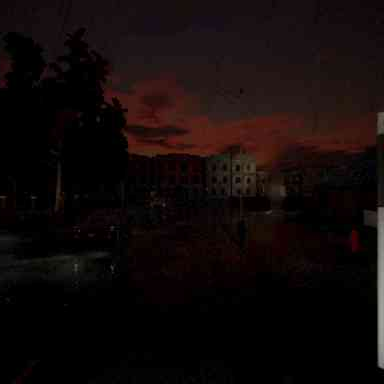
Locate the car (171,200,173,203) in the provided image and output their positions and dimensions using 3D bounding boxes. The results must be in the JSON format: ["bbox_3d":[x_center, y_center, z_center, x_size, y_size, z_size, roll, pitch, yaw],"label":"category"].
[{"bbox_3d":[-4.017,1.424,57.637,2.128,1.511,4.902,0,0,0],"label":"car"}]

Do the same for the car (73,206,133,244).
[{"bbox_3d":[-4.105,1.484,16.056,1.882,1.535,5.008,0,0,0],"label":"car"}]

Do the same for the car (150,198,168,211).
[{"bbox_3d":[-4.106,1.496,41.854,1.882,1.535,5.008,0,0,0],"label":"car"}]
